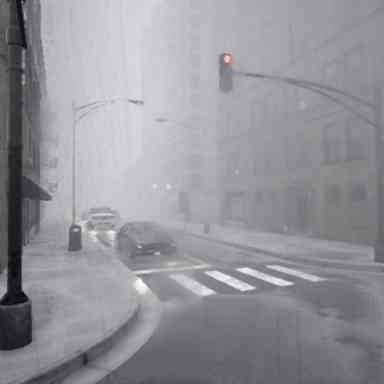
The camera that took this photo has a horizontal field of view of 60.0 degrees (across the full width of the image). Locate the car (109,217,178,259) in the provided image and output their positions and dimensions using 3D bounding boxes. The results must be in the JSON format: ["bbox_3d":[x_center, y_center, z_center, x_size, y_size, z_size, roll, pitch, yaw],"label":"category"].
[{"bbox_3d":[-2.289,2.088,15.368,2.033,1.411,5.357,0,-2,-21],"label":"car"}]

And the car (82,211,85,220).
[{"bbox_3d":[-15.135,3.389,48.702,1.812,1.442,4.674,0,-2,-21],"label":"car"}]

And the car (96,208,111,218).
[{"bbox_3d":[-14.835,3.533,55.522,1.882,1.535,5.008,0,-2,-21],"label":"car"}]

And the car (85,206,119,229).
[{"bbox_3d":[-8.829,2.405,32.207,2.150,2.045,5.566,0,-2,-21],"label":"car"}]
